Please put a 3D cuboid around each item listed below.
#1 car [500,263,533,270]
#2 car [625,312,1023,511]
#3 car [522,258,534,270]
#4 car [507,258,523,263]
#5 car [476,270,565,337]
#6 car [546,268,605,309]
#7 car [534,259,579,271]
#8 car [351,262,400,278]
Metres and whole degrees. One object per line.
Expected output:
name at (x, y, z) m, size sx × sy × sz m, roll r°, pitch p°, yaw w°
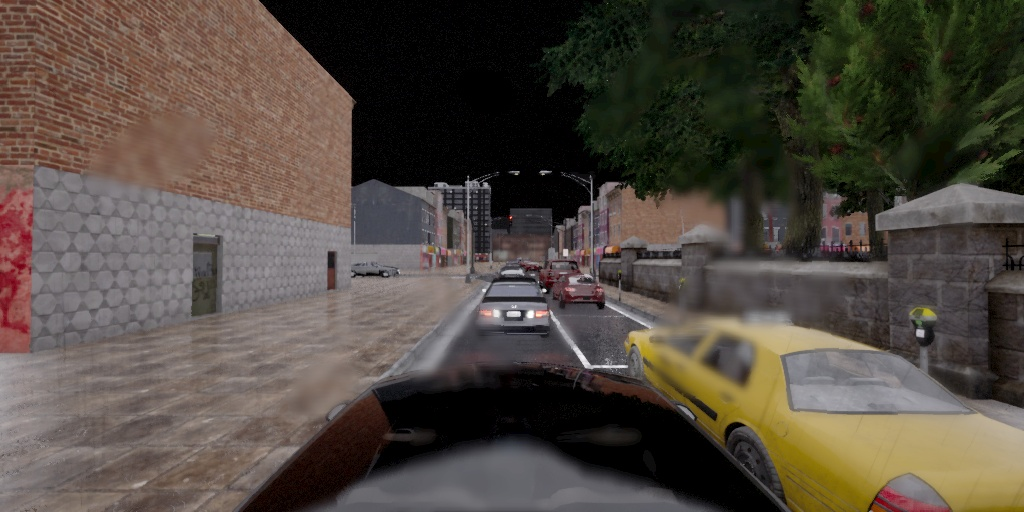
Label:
car at (0.015, 1.287, 19.963) m, size 1.812 × 1.442 × 4.674 m, roll 0°, pitch 0°, yaw 1°
car at (2.639, 1.276, 4.005) m, size 1.751 × 1.417 × 4.829 m, roll 0°, pitch 0°, yaw 0°
car at (2.614, 1.356, 46.612) m, size 1.888 × 1.381 × 4.507 m, roll 0°, pitch 0°, yaw 0°
car at (0.049, 1.304, 47.267) m, size 2.128 × 1.511 × 4.902 m, roll 0°, pitch 0°, yaw 0°
car at (0.063, 1.300, 10.252) m, size 2.033 × 1.411 × 5.357 m, roll 0°, pitch 0°, yaw 0°
car at (2.633, 1.338, 14.734) m, size 1.802 × 1.307 × 4.207 m, roll 0°, pitch 0°, yaw 0°
car at (2.630, 1.076, 20.183) m, size 2.192 × 1.841 × 5.009 m, roll 0°, pitch 0°, yaw 0°
car at (-12.411, 1.234, 31.744) m, size 4.902 × 1.511 × 2.128 m, roll 0°, pitch -1°, yaw 0°
